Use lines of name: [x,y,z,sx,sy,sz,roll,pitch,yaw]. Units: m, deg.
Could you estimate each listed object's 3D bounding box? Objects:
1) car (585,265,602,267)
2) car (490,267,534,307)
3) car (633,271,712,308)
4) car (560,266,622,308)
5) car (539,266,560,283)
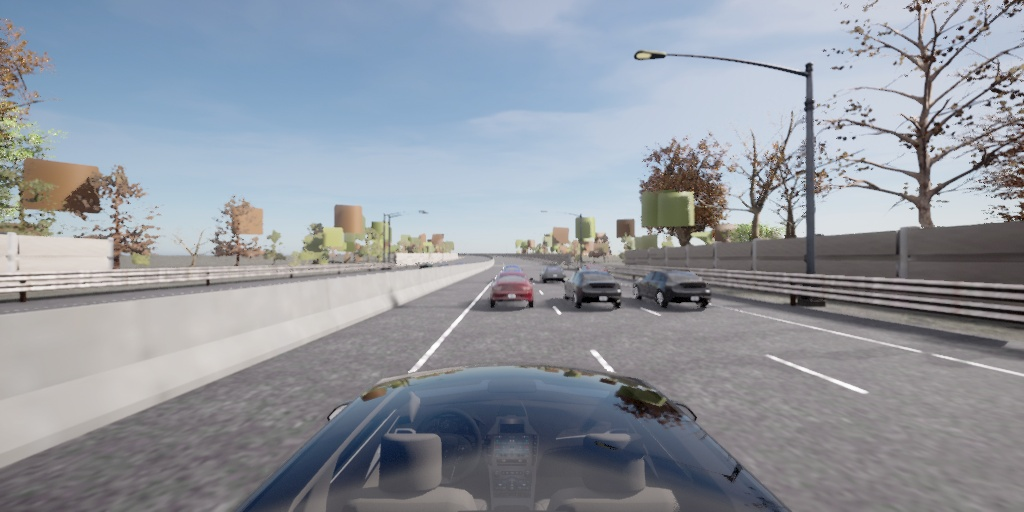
car: [7.014,1.504,31.327,1.882,1.535,5.008,0,0,0]
car: [0.010,1.411,16.237,1.812,1.442,4.674,0,0,0]
car: [7.008,1.393,16.146,1.837,1.490,4.892,0,0,0]
car: [3.508,1.393,16.160,1.837,1.490,4.892,0,0,0]
car: [3.511,1.589,31.111,1.994,1.385,4.181,0,0,0]
